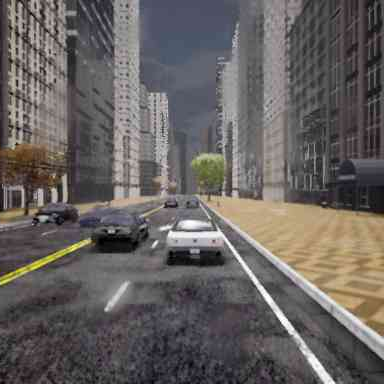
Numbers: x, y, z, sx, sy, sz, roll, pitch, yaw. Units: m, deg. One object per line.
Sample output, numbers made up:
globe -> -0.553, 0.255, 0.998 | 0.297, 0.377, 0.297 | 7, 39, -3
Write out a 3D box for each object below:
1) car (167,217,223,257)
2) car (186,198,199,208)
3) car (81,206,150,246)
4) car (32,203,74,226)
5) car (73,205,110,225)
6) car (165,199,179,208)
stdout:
car -> 0.098, 1.641, 13.058 | 1.895, 1.301, 4.718 | 0, 0, 0
car -> 0.095, 1.653, 51.953 | 2.128, 1.511, 4.902 | 0, 0, 0
car -> -3.152, 1.595, 15.505 | 2.033, 1.411, 5.357 | 0, 0, 0
car -> -9.753, 1.584, 24.152 | 2.128, 1.511, 4.902 | 0, 0, 0
car -> -6.503, 1.678, 24.152 | 2.033, 1.411, 5.357 | 0, 0, 0
car -> -3.154, 1.725, 51.860 | 1.994, 1.385, 4.181 | 0, 0, 0
